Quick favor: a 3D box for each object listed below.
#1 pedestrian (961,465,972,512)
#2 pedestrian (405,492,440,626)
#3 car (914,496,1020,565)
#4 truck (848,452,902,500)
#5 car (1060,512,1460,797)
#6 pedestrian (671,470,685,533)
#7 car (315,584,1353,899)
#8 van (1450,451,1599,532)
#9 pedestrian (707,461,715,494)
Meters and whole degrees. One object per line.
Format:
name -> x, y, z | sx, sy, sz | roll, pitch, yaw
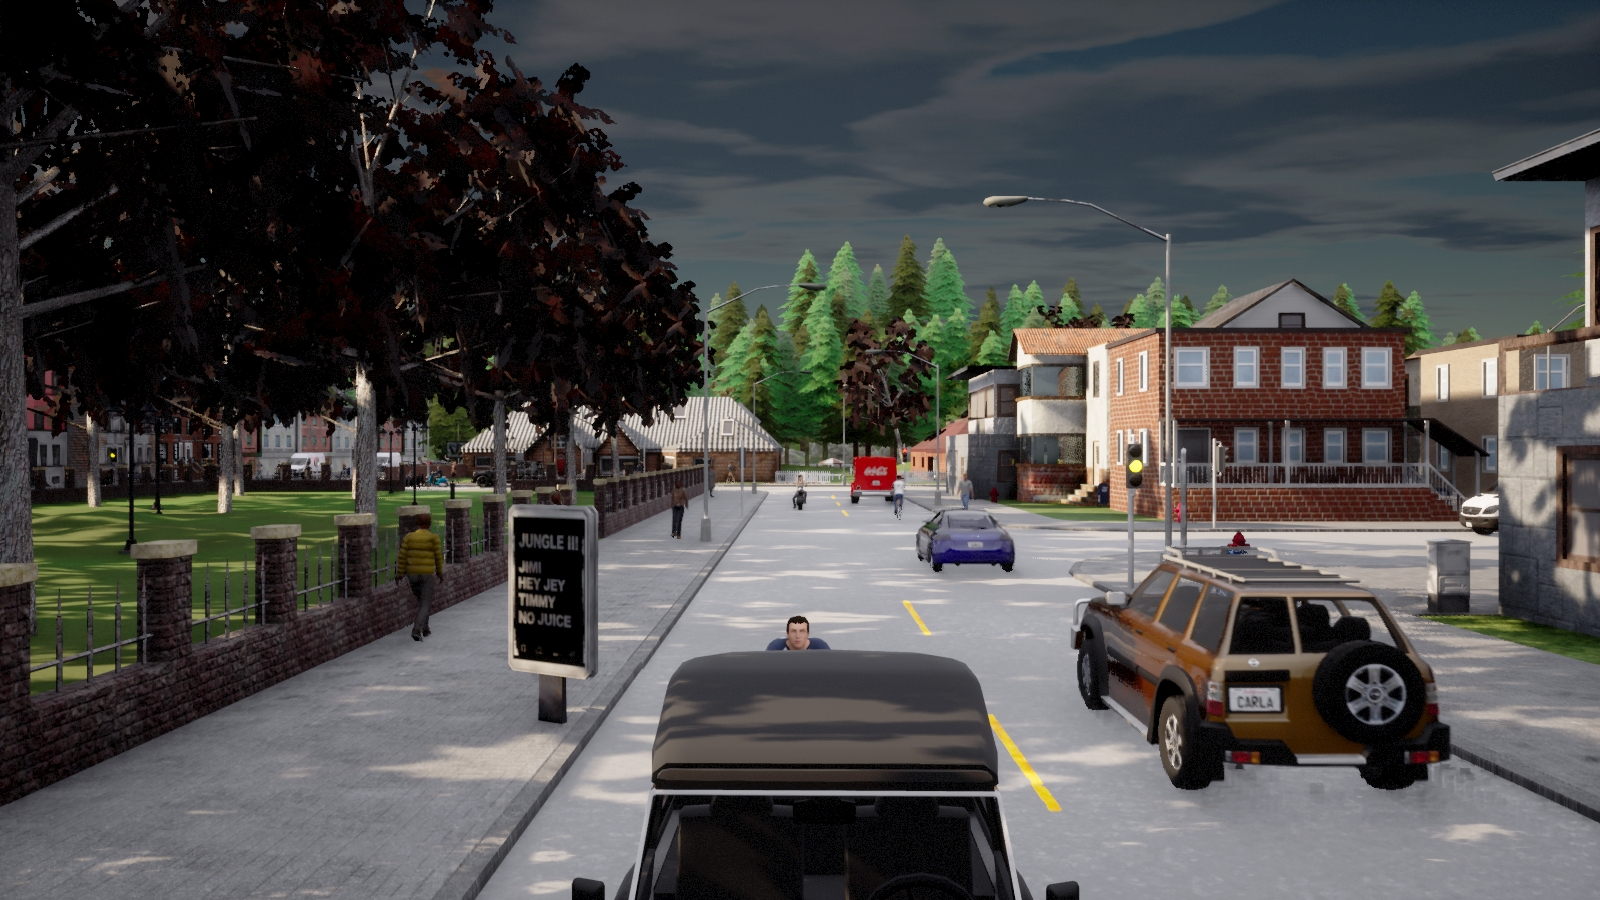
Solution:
pedestrian -> 6.652, 1.534, 45.631 | 0.375, 1.860, 0.375 | 0, 0, 20
pedestrian -> -5.343, 1.532, 16.179 | 0.375, 1.860, 0.375 | 0, 0, 1
car -> 4.001, 1.910, 28.055 | 1.994, 1.385, 4.181 | 0, 0, 0
truck -> 3.969, 1.372, 61.570 | 2.627, 2.467, 5.204 | 0, 0, 1
car -> 3.944, 1.649, 10.804 | 1.932, 1.855, 4.605 | 0, 0, 0
pedestrian -> -3.648, 1.539, 34.169 | 0.375, 1.860, 0.375 | 0, 0, 4
car -> 0.090, 1.640, 4.031 | 1.905, 1.878, 3.866 | 0, 0, 1
van -> 24.712, 1.329, 37.232 | 5.915, 2.561, 1.988 | 0, 0, 0
pedestrian -> -5.042, 1.551, 64.961 | 0.375, 1.860, 0.375 | 0, 0, 9
